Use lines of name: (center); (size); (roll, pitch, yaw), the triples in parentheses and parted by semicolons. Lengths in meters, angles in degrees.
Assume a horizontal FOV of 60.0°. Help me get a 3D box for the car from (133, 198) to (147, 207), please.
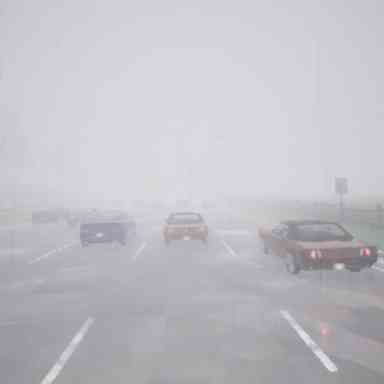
car: (-8.667, 1.757, 55.572); (1.837, 1.490, 4.892); (-2, 0, -2)

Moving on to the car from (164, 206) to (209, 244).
car: (-0.314, 1.609, 15.910); (1.895, 1.301, 4.718); (-2, 0, -2)

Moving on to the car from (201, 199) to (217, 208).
car: (2.211, 1.534, 44.618); (1.895, 1.301, 4.718); (-2, 0, -2)

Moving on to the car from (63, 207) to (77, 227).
car: (-7.623, 1.823, 24.706); (1.895, 1.301, 4.718); (-2, 0, -2)

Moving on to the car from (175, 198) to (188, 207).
car: (-1.490, 1.567, 50.403); (1.812, 1.442, 4.674); (-2, 0, -2)

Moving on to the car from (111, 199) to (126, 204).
car: (-12.151, 1.845, 55.096); (2.128, 1.511, 4.902); (-2, 0, -2)

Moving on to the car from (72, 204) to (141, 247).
car: (-3.821, 1.589, 15.879); (1.882, 1.535, 5.008); (-2, 0, -2)

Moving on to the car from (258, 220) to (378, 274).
car: (3.426, 1.500, 10.172); (1.895, 1.301, 4.718); (-2, 0, -2)

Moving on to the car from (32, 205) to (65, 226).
car: (-11.203, 1.805, 27.110); (1.882, 1.535, 5.008); (-2, 0, -2)

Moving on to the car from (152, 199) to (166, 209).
car: (-4.974, 1.691, 49.901); (2.033, 1.411, 5.357); (-2, 0, -2)
